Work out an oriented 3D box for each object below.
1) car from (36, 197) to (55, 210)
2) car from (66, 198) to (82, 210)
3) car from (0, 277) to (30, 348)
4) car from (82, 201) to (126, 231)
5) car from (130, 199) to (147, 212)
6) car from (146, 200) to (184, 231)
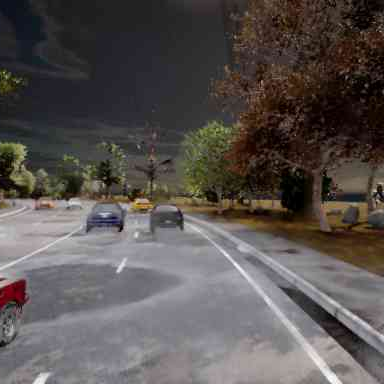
[{"bbox_3d":[-18.815,1.373,42.730,2.097,1.767,4.553,0,0,-22],"label":"car"},{"bbox_3d":[-15.421,1.548,43.688,1.812,1.442,4.674,0,0,-22],"label":"car"},{"bbox_3d":[-3.525,1.609,3.318,1.895,1.301,4.718,0,0,-2],"label":"car"},{"bbox_3d":[-5.225,1.365,20.714,2.097,1.767,4.553,0,0,-9],"label":"car"},{"bbox_3d":[-5.970,1.497,38.592,1.882,1.535,5.008,0,0,-18],"label":"car"},{"bbox_3d":[-1.670,1.486,20.717,1.882,1.535,5.008,0,0,-9],"label":"car"}]
